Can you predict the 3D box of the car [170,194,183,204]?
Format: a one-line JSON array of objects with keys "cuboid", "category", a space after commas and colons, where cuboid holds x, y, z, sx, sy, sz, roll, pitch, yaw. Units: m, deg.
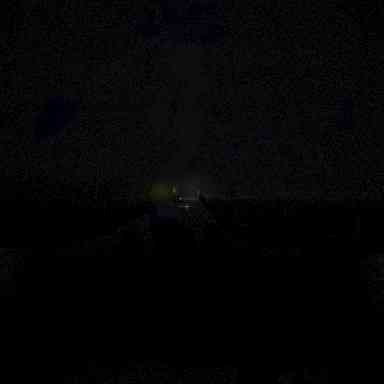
[{"cuboid": [-2.747, 1.145, 58.373, 2.097, 1.767, 4.553, 0, 0, 0], "category": "car"}]
